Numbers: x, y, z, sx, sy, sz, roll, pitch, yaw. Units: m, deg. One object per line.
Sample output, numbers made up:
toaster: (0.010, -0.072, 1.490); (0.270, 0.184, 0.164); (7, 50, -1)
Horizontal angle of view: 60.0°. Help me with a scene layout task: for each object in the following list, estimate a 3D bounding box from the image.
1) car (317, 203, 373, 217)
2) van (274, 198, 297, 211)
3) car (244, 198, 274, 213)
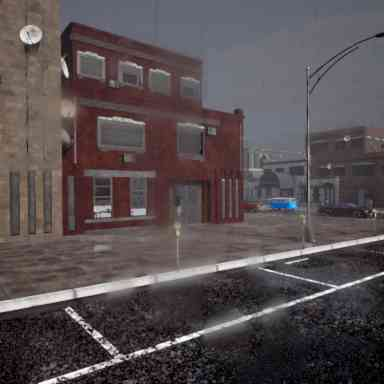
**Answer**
car: (15.684, 1.793, 34.180); (2.033, 1.411, 5.357); (-1, 0, -37)
van: (12.875, 1.705, 47.255); (1.690, 1.788, 3.998); (-2, 0, -38)
car: (8.001, 1.776, 44.118); (2.097, 1.767, 4.553); (-1, 0, -38)
